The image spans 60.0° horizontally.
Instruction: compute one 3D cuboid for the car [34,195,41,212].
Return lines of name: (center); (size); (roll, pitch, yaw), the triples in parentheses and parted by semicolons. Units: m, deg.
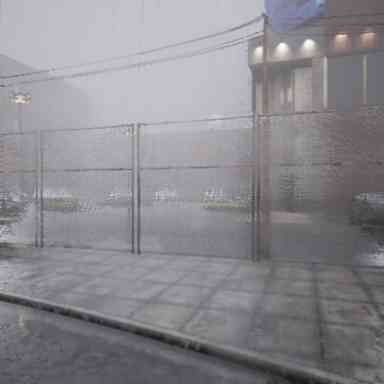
car: (-13.912, 1.285, 33.801); (4.193, 1.474, 1.816); (0, 0, 19)
